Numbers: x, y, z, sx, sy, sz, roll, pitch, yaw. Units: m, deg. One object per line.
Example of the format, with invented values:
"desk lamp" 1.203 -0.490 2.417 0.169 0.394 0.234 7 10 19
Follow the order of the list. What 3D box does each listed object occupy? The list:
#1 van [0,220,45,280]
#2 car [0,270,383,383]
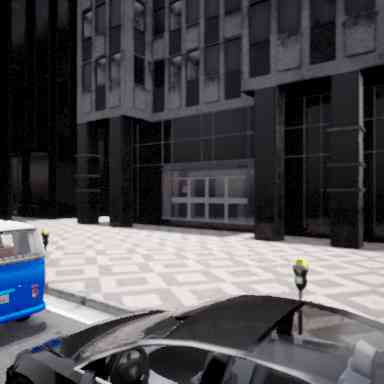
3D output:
"van" -4.308 1.340 5.912 3.998 1.788 1.690 0 0 35
"car" 0.286 1.565 2.641 4.313 1.339 1.947 0 0 35
